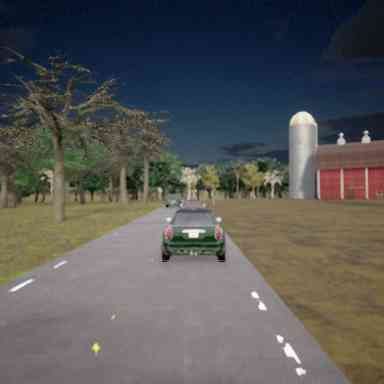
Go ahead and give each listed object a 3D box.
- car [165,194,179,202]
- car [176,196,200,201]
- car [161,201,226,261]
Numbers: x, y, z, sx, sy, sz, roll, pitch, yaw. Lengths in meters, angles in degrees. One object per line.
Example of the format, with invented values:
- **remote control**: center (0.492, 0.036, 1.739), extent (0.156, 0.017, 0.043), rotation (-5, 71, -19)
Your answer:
- **car**: center (-2.828, 1.339, 50.227), extent (2.150, 2.045, 5.566), rotation (0, 0, 0)
- **car**: center (0.069, 1.401, 27.622), extent (2.097, 1.767, 4.553), rotation (0, 0, 0)
- **car**: center (0.068, 1.373, 12.540), extent (2.097, 1.767, 4.553), rotation (0, 0, 0)
